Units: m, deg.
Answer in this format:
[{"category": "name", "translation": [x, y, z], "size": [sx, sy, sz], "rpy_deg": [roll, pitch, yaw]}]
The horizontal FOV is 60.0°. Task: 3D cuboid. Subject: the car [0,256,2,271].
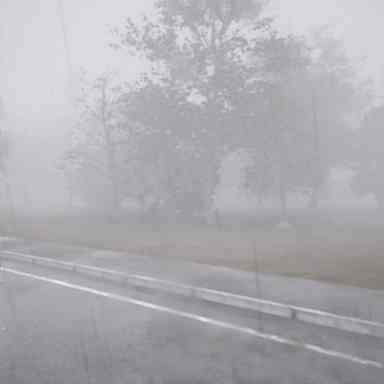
[{"category": "car", "translation": [-6.674, 1.525, 8.425], "size": [4.674, 1.442, 1.812], "rpy_deg": [0, 0, 33]}]
